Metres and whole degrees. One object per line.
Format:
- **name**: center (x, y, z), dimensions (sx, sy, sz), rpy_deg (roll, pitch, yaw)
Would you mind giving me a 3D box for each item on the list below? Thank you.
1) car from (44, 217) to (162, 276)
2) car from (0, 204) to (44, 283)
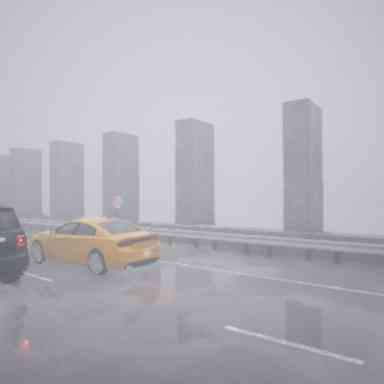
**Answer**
- **car**: center (-3.238, 1.557, 10.685), dimensions (5.008, 1.535, 1.882), rpy_deg (0, 0, 36)
- **car**: center (-6.479, 1.309, 8.712), dimensions (5.566, 2.045, 2.150), rpy_deg (0, 0, 36)
